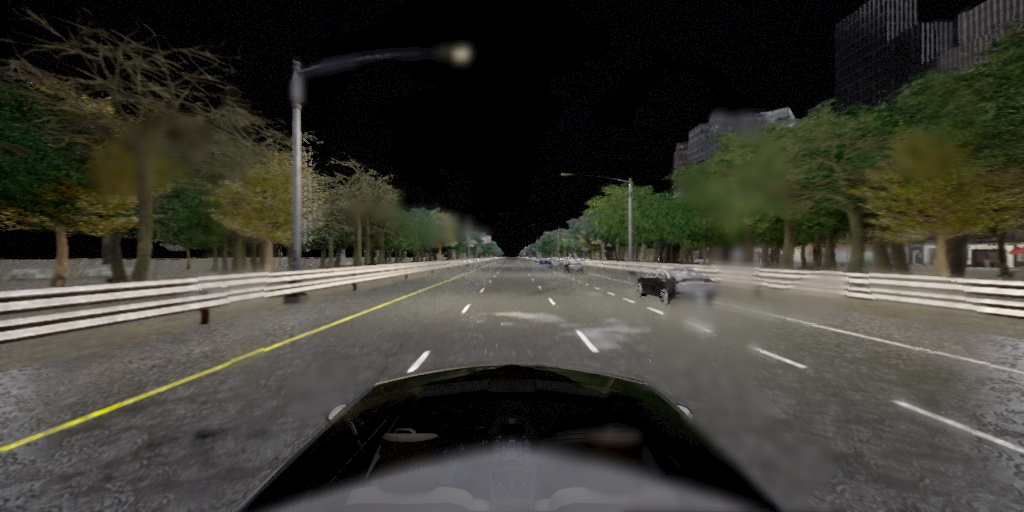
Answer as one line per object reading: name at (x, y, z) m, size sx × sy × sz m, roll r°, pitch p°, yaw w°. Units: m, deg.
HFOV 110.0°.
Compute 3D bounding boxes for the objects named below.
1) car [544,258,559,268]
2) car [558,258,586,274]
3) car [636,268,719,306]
car at (7.117, 1.261, 59.743) m, size 2.128 × 1.511 × 4.902 m, roll 0°, pitch 0°, yaw 0°
car at (7.067, 1.254, 41.740) m, size 2.128 × 1.511 × 4.902 m, roll 0°, pitch 0°, yaw 0°
car at (7.007, 1.247, 15.776) m, size 2.128 × 1.511 × 4.902 m, roll 0°, pitch 0°, yaw 0°
